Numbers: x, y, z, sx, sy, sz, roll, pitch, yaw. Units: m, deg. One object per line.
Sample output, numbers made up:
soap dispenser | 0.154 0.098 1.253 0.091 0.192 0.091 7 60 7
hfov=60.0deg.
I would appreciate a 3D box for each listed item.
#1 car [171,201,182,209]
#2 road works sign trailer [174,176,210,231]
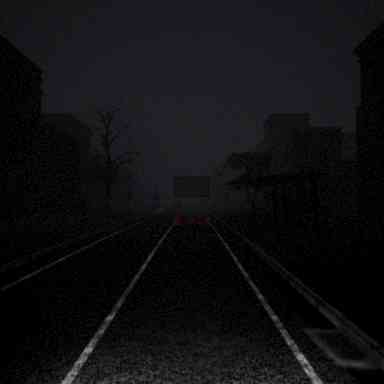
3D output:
car | -3.009 2.588 64.581 1.837 1.490 4.892 0 -1 1
road works sign trailer | 0.005 0.702 22.334 2.380 3.560 2.880 0 -1 0
